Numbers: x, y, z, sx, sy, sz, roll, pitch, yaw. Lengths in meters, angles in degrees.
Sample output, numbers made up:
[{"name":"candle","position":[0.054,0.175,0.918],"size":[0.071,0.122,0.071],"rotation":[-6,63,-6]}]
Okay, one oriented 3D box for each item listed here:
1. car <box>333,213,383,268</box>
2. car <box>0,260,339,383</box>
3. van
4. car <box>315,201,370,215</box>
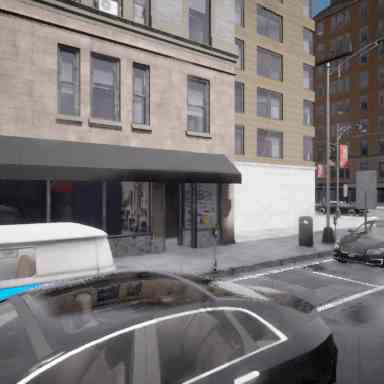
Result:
[{"name":"car","position":[6.278,1.551,10.666],"size":[4.403,1.369,2.008],"rotation":[0,0,-35]},{"name":"car","position":[-0.874,1.505,2.447],"size":[4.892,1.490,1.837],"rotation":[0,0,-35]},{"name":"van","position":[-2.941,1.341,4.092],"size":[3.998,1.788,1.690],"rotation":[0,0,-35]},{"name":"car","position":[13.814,1.524,30.933],"size":[1.895,1.301,4.718],"rotation":[0,0,-35]}]
